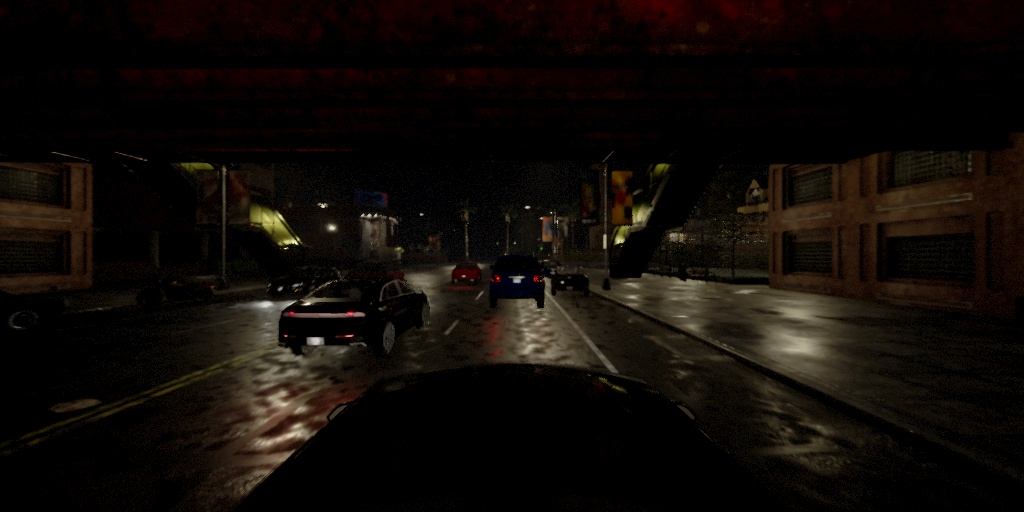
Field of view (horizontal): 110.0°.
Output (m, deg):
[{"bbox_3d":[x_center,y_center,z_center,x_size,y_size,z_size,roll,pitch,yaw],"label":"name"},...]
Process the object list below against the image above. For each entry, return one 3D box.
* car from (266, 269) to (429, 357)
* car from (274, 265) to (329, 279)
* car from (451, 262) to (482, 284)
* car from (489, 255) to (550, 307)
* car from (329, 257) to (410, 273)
[{"bbox_3d":[-3.344,1.242,8.557,2.128,1.511,4.902,0,0,0],"label":"car"},{"bbox_3d":[-10.500,1.255,18.665,1.837,1.490,4.892,0,0,0],"label":"car"},{"bbox_3d":[-3.324,1.233,26.992,1.882,1.535,5.008,0,0,0],"label":"car"},{"bbox_3d":[0.188,0.977,15.619,2.150,2.045,5.566,0,0,0],"label":"car"},{"bbox_3d":[-6.999,1.104,18.224,2.097,1.767,4.553,0,0,0],"label":"car"}]
